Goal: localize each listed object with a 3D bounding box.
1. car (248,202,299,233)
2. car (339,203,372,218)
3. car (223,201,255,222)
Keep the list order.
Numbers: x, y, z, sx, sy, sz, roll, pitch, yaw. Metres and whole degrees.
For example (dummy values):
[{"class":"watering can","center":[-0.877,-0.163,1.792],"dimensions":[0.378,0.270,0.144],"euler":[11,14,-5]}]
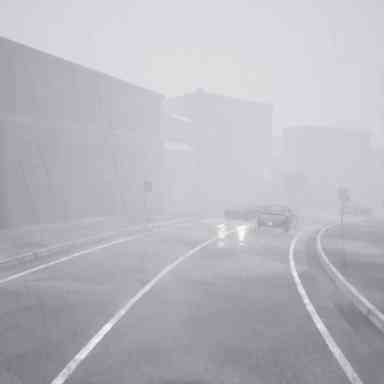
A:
[{"class":"car","center":[5.373,1.559,20.502],"dimensions":[2.128,1.511,4.902],"euler":[3,1,26]},{"class":"car","center":[17.984,1.969,36.387],"dimensions":[4.902,1.511,2.128],"euler":[2,2,-40]},{"class":"car","center":[4.182,1.414,25.990],"dimensions":[1.882,1.535,5.008],"euler":[3,1,32]}]
